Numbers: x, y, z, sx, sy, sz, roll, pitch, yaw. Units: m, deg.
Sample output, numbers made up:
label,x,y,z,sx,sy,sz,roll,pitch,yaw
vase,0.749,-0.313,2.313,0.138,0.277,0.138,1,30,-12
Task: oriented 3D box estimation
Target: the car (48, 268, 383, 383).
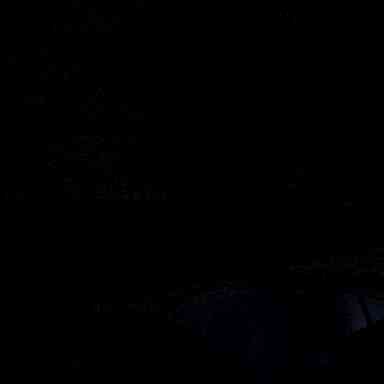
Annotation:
label,x,y,z,sx,sy,sz,roll,pitch,yaw
car,0.776,1.564,3.315,4.181,1.385,1.994,0,0,-35
